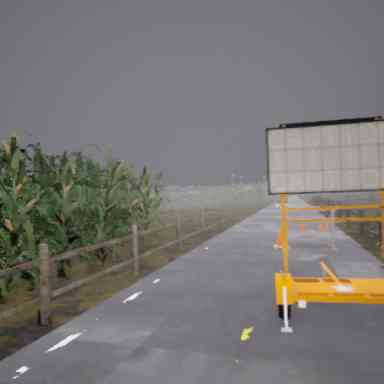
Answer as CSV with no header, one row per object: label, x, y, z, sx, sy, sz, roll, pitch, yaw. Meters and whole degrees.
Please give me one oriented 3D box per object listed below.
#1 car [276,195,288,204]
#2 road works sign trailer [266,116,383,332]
car,18.047,1.426,66.783,2.097,1.767,4.553,-2,-1,17
road works sign trailer,2.724,0.414,6.520,2.380,3.560,2.880,-2,-1,12
